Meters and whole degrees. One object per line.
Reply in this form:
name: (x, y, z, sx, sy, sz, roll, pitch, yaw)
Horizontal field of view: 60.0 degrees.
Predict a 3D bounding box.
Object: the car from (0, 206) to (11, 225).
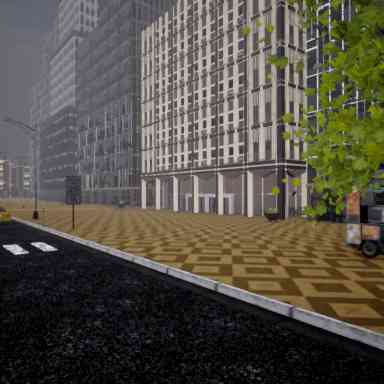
car: (-13.899, 1.529, 23.329, 1.752, 1.417, 4.829, 0, 0, -38)
